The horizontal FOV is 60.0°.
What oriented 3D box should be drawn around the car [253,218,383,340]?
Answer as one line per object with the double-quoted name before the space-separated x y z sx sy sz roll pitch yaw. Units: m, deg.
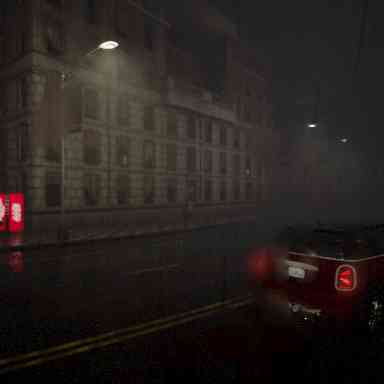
"car" 3.341 1.353 6.864 4.553 1.767 2.097 0 0 -40
